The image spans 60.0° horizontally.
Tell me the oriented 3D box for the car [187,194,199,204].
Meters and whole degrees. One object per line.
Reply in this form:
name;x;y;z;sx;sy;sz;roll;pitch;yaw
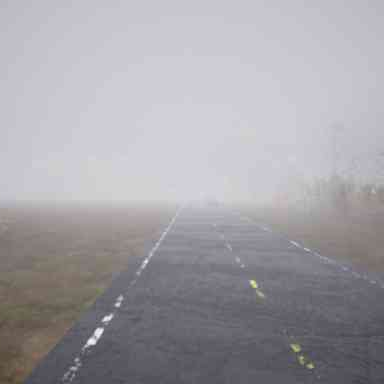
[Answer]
car;0.152;1.501;64.427;1.837;1.490;4.892;0;0;1

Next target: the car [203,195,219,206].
car;3.235;1.573;53.490;1.994;1.385;4.181;0;0;0
